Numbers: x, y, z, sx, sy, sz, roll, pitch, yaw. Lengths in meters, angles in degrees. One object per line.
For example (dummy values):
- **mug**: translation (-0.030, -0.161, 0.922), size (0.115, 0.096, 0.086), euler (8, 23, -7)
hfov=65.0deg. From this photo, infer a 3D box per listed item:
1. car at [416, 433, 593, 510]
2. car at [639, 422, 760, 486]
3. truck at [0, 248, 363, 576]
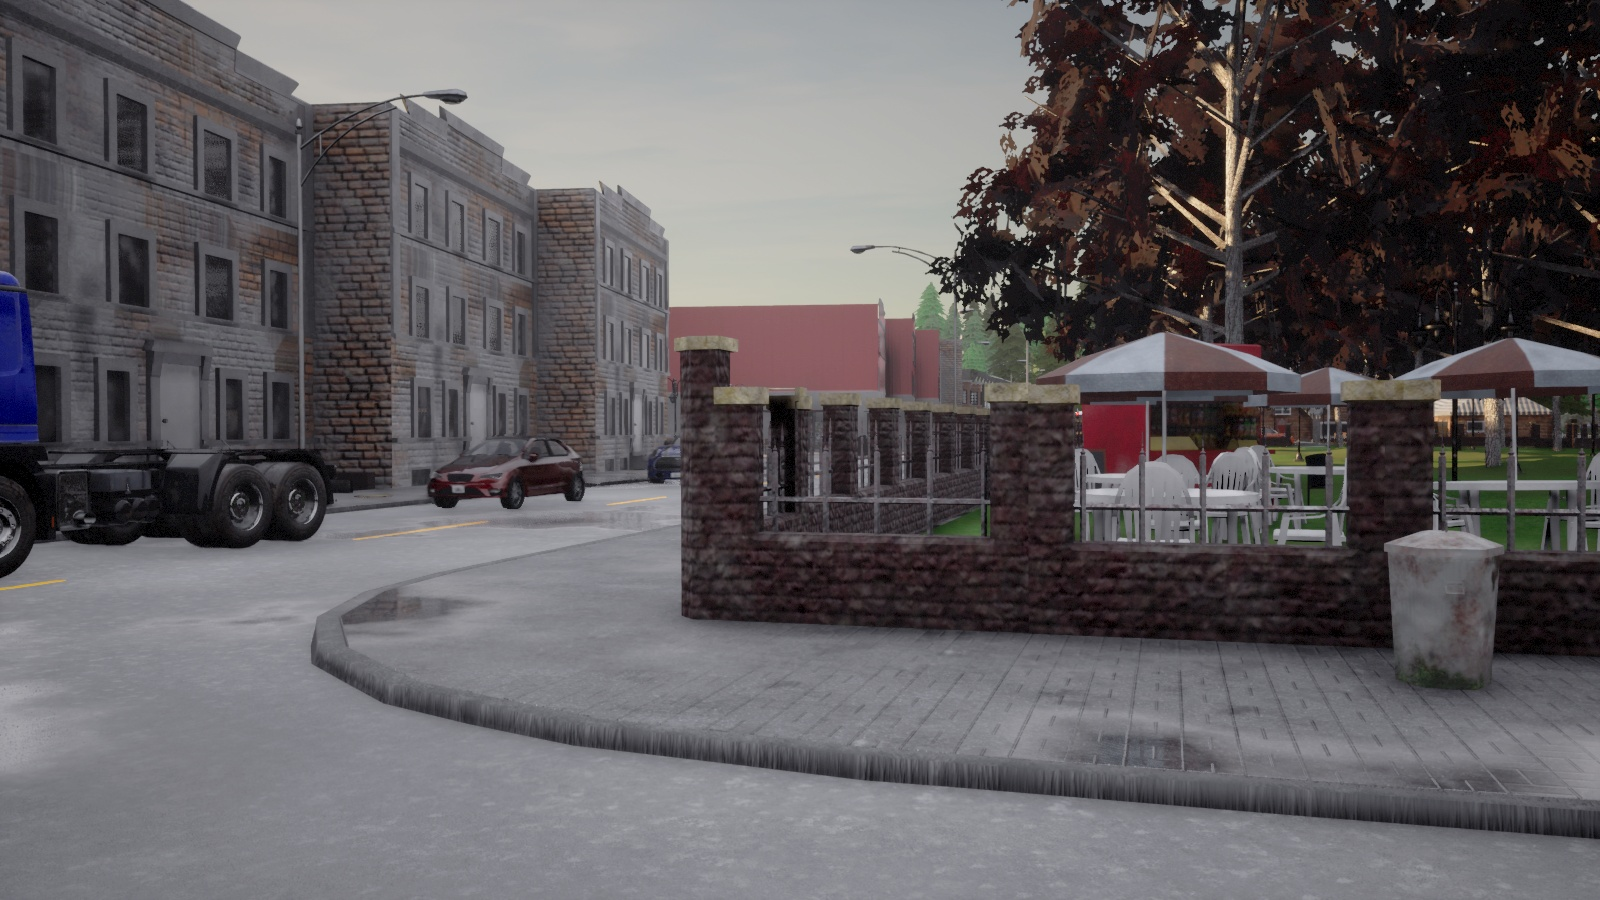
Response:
- **car**: translation (-6.117, 0.392, 26.527), size (1.816, 1.474, 4.193), euler (0, 1, 16)
- **car**: translation (-2.916, 0.073, 37.519), size (2.097, 1.767, 4.553), euler (0, 1, 16)
- **truck**: translation (-9.209, -0.444, 15.879), size (2.891, 3.462, 7.936), euler (0, 1, 16)
